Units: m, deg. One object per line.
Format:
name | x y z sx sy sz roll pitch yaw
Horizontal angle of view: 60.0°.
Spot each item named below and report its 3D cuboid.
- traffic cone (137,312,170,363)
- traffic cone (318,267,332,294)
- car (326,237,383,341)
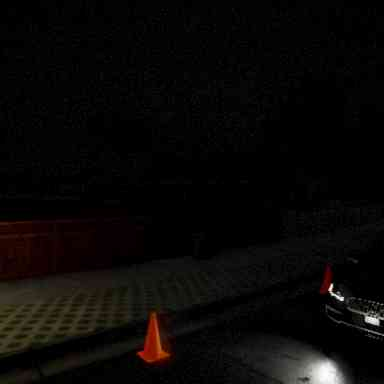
traffic cone | -0.540 1.989 4.658 0.340 0.580 0.340 1 -1 -38
traffic cone | 3.180 2.045 7.765 0.340 0.580 0.340 1 -1 -42
car | 4.349 1.593 6.323 4.892 1.490 1.837 1 0 -42
